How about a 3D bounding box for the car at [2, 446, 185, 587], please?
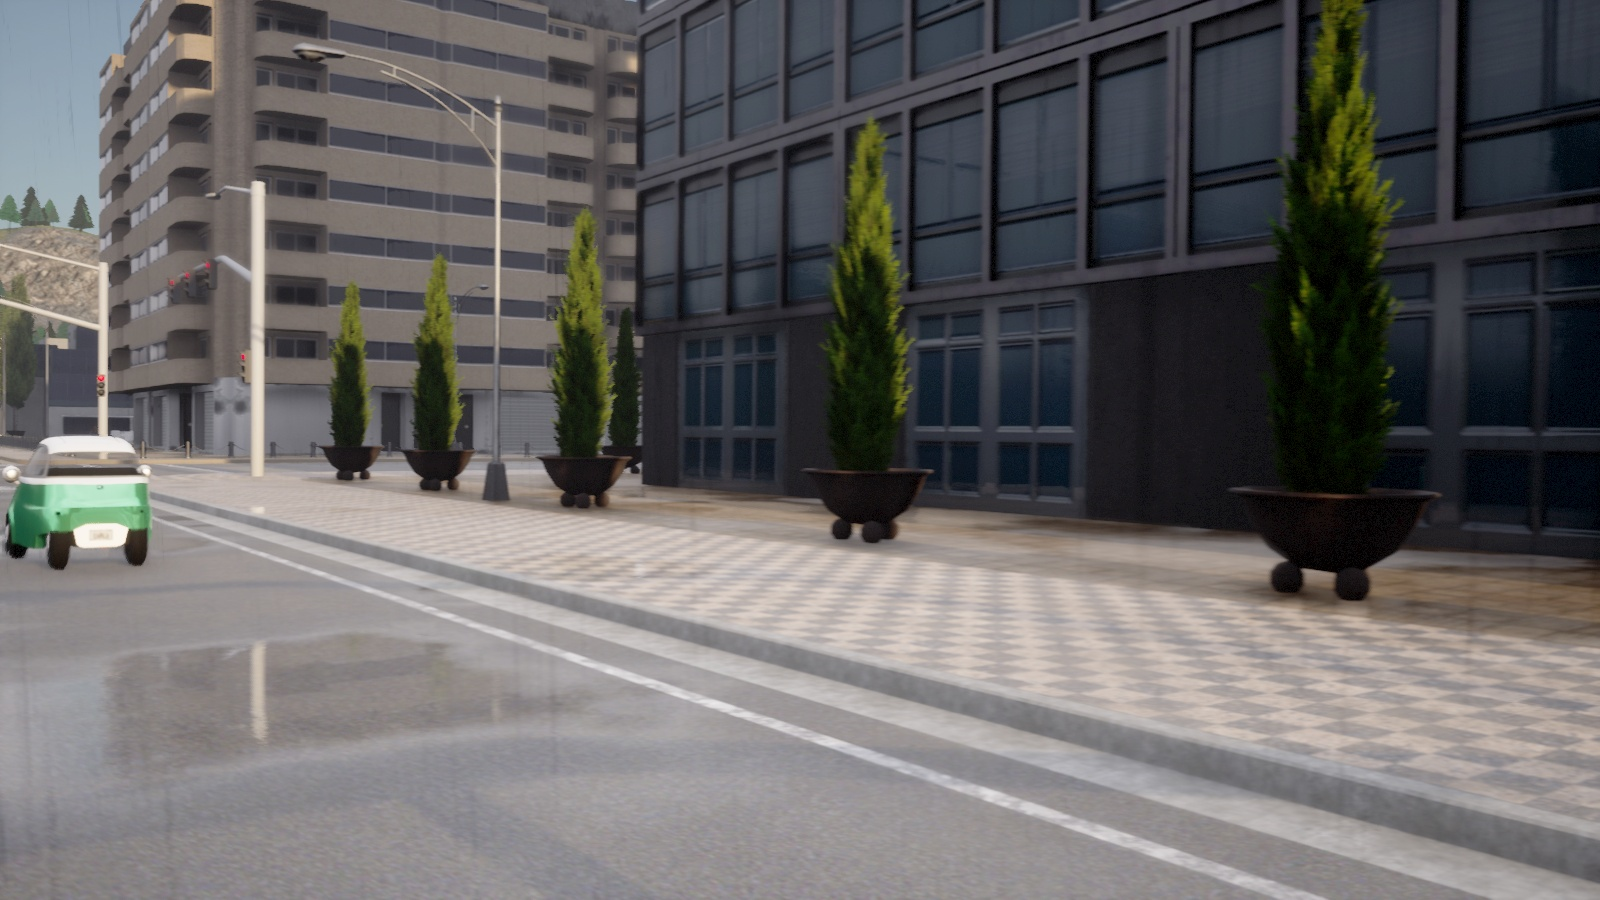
[{"bbox_3d":[-7.858,0.667,13.912,1.481,1.376,2.207,-1,1,-37],"label":"car"}]
